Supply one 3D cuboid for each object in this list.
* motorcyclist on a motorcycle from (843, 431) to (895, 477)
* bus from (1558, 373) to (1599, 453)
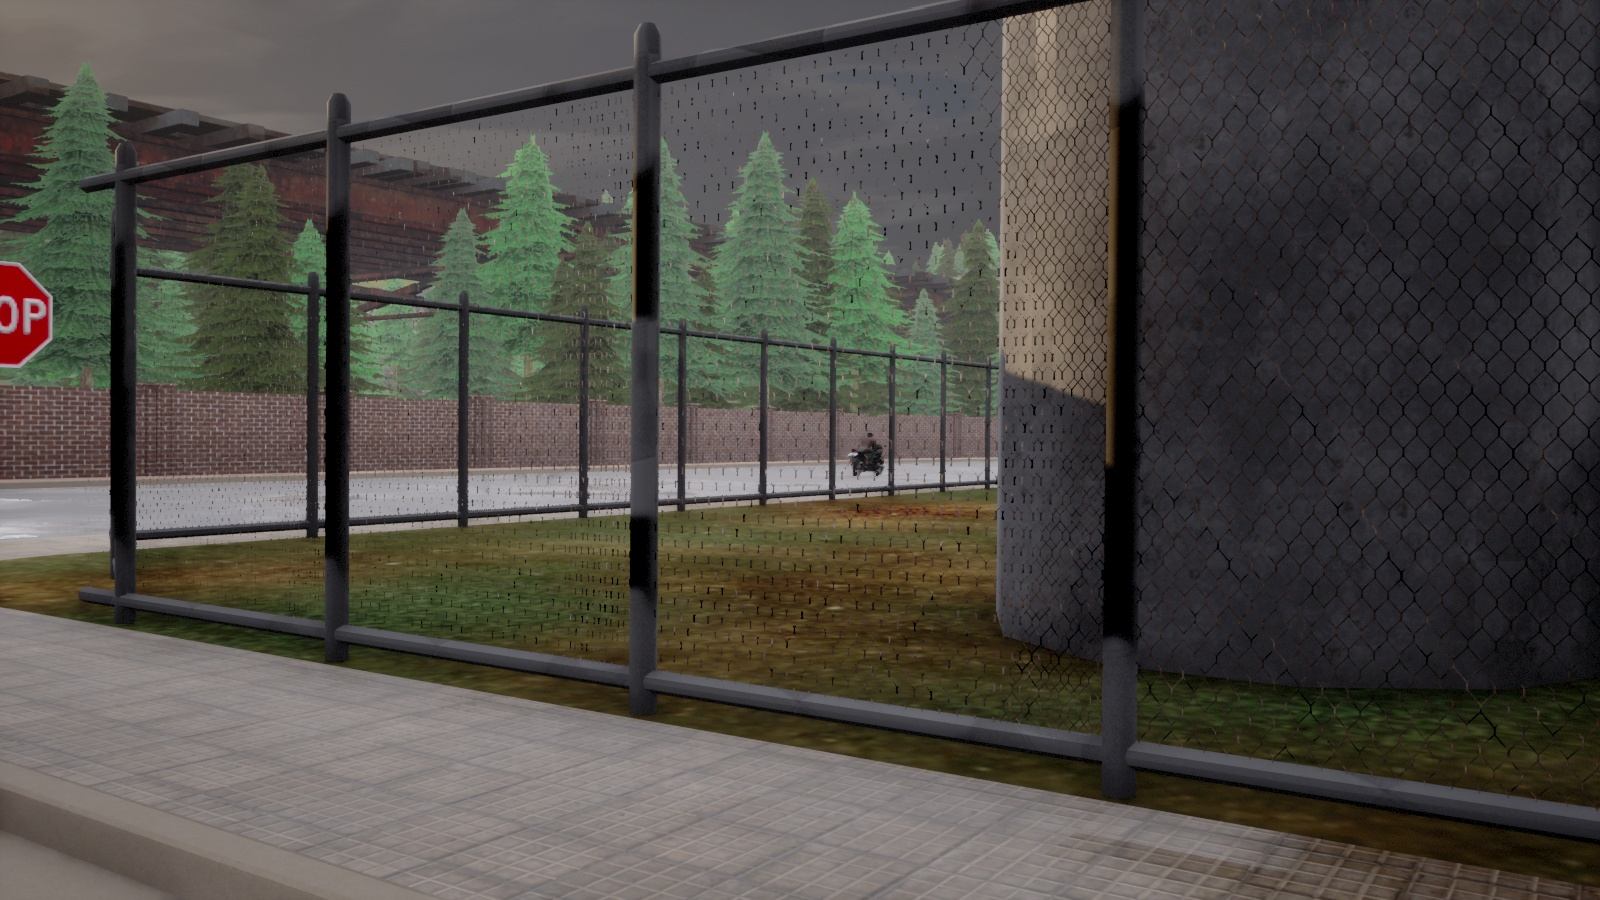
[{"bbox_3d":[2.351,0.111,42.577,0.797,1.523,2.044,0,1,34],"label":"motorcyclist on a motorcycle"},{"bbox_3d":[47.270,-1.997,67.695,10.273,4.253,3.944,0,1,13],"label":"bus"}]
